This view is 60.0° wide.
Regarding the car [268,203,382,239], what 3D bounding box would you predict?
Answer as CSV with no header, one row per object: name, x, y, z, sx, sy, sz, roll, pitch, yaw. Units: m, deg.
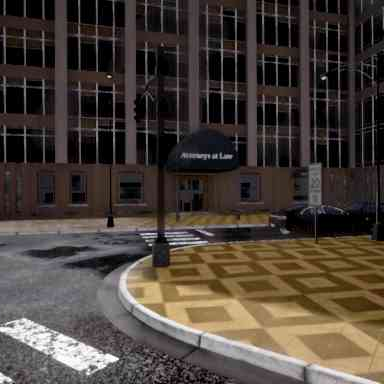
car,6.075,1.309,15.896,4.902,1.511,2.128,0,0,-14

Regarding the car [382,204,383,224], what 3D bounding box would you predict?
car,10.349,1.340,19.890,5.357,1.411,2.033,0,0,-14
